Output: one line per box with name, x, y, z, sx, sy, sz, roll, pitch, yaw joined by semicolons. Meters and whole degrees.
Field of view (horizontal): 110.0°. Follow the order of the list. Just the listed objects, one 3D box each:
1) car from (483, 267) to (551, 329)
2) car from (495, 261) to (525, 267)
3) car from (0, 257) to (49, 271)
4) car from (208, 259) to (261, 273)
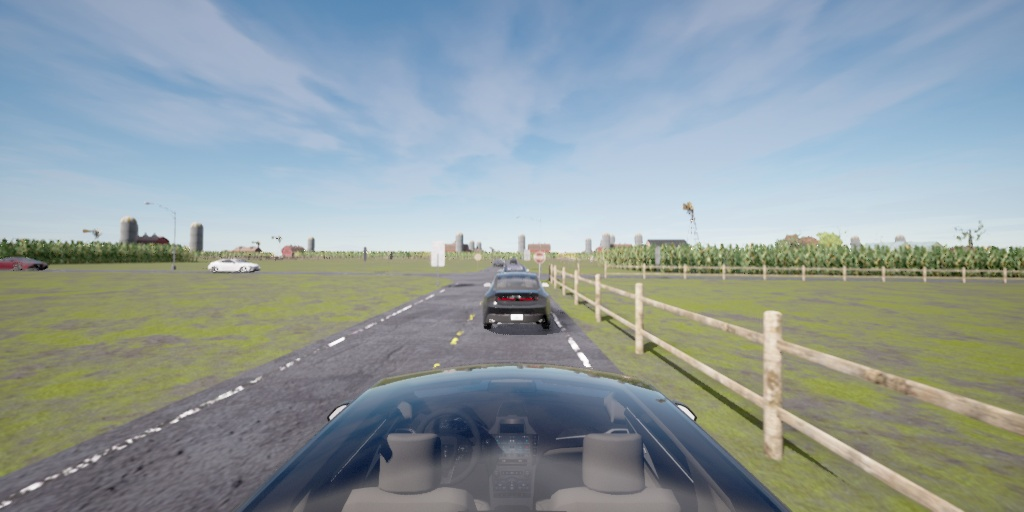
car;0.138;1.272;11.344;1.837;1.490;4.892;0;0;0
car;0.147;1.276;23.659;2.128;1.511;4.902;0;0;-1
car;-50.663;0.825;36.896;4.181;1.385;1.994;0;-1;1
car;-28.324;1.008;36.640;4.674;1.442;1.812;1;-1;0
